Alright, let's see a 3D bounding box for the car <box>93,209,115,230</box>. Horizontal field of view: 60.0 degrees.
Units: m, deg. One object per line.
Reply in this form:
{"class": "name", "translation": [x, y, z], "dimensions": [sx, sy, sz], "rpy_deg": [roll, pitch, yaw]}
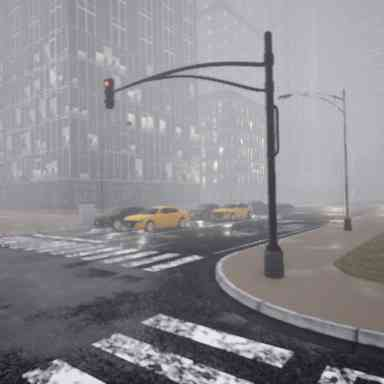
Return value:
{"class": "car", "translation": [-4.698, 1.757, 23.792], "dimensions": [1.882, 1.535, 5.008], "rpy_deg": [-2, -1, 37]}

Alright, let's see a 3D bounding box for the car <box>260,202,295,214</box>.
{"class": "car", "translation": [9.893, 1.797, 37.574], "dimensions": [1.895, 1.301, 4.718], "rpy_deg": [-2, -1, 37]}

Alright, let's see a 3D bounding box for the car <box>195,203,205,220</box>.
{"class": "car", "translation": [1.355, 1.806, 31.737], "dimensions": [1.812, 1.442, 4.674], "rpy_deg": [-2, -1, 37]}

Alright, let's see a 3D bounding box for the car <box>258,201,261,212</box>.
{"class": "car", "translation": [7.424, 1.805, 39.690], "dimensions": [1.812, 1.442, 4.674], "rpy_deg": [-2, -1, 37]}

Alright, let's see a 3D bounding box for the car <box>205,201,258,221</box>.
{"class": "car", "translation": [3.628, 1.674, 29.361], "dimensions": [1.882, 1.535, 5.008], "rpy_deg": [-2, -1, 37]}

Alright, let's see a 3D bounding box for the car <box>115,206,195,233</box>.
{"class": "car", "translation": [-2.240, 1.674, 21.656], "dimensions": [1.882, 1.535, 5.008], "rpy_deg": [-2, -1, 37]}
